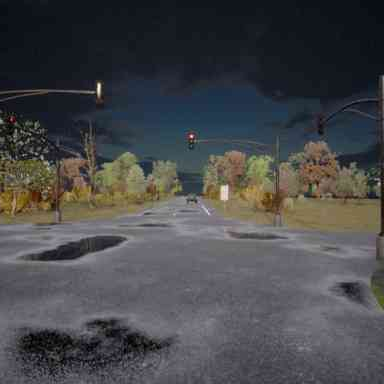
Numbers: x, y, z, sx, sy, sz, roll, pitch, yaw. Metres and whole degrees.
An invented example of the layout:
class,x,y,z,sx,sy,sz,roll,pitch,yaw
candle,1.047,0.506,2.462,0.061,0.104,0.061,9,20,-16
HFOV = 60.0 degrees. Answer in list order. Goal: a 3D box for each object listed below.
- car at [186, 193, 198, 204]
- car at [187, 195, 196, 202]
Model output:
class,x,y,z,sx,sy,sz,roll,pitch,yaw
car,-0.012,1.288,67.602,2.150,2.045,5.566,0,0,0
car,-0.014,1.459,77.993,2.033,1.411,5.357,0,0,0
